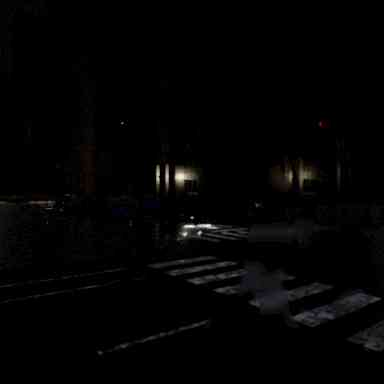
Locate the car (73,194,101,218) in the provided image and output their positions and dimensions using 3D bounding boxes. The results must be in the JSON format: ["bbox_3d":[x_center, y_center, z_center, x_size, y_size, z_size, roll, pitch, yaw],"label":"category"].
[{"bbox_3d":[-8.443,1.277,29.486,2.192,1.841,5.009,0,0,-36],"label":"car"}]

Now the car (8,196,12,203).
[{"bbox_3d":[-34.885,1.395,66.414,1.967,1.590,4.097,0,0,-36],"label":"car"}]

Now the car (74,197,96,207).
[{"bbox_3d":[-16.187,1.494,50.286,1.812,1.442,4.674,0,0,-35],"label":"car"}]

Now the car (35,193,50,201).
[{"bbox_3d":[-37.871,1.291,85.228,2.192,1.841,5.009,0,0,-36],"label":"car"}]

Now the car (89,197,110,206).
[{"bbox_3d":[-14.735,1.557,52.914,1.802,1.307,4.206,0,0,-36],"label":"car"}]

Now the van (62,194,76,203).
[{"bbox_3d":[-24.650,1.316,66.764,1.690,1.788,3.998,0,0,-36],"label":"van"}]

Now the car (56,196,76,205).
[{"bbox_3d":[-22.195,1.516,58.589,2.033,1.411,5.357,0,0,-36],"label":"car"}]

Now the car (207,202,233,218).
[{"bbox_3d":[1.792,1.537,29.834,2.008,1.369,4.403,0,0,-36],"label":"car"}]

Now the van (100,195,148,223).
[{"bbox_3d":[-5.138,1.307,24.870,1.690,1.788,3.998,0,0,-36],"label":"van"}]

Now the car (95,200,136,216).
[{"bbox_3d":[-7.721,1.514,33.040,2.033,1.411,5.357,0,0,-37],"label":"car"}]

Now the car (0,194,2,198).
[{"bbox_3d":[-44.702,1.481,80.124,1.752,1.417,4.829,0,0,-36],"label":"car"}]

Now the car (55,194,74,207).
[{"bbox_3d":[-18.281,1.438,47.887,1.882,1.535,5.008,0,0,-35],"label":"car"}]

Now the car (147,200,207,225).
[{"bbox_3d":[-1.151,1.539,23.876,1.994,1.385,4.181,0,0,-35],"label":"car"}]

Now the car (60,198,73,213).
[{"bbox_3d":[-11.749,1.541,34.102,1.802,1.307,4.206,0,0,-36],"label":"car"}]

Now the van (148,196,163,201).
[{"bbox_3d":[-4.818,1.320,39.067,1.690,1.788,3.998,0,0,-36],"label":"van"}]

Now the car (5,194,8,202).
[{"bbox_3d":[-38.092,1.481,70.892,1.752,1.417,4.829,0,0,-36],"label":"car"}]

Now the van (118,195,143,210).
[{"bbox_3d":[-8.123,1.317,43.683,1.690,1.788,3.998,0,0,-36],"label":"van"}]

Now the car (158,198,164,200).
[{"bbox_3d":[-1.513,1.564,34.450,1.802,1.307,4.206,0,0,-36],"label":"car"}]

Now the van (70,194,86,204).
[{"bbox_3d":[-21.345,1.316,62.147,1.690,1.788,3.998,0,0,-36],"label":"van"}]

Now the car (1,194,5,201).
[{"bbox_3d":[-41.496,1.522,75.647,1.947,1.339,4.313,0,0,-36],"label":"car"}]

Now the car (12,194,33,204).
[{"bbox_3d":[-31.580,1.506,61.798,2.008,1.369,4.403,0,0,-36],"label":"car"}]

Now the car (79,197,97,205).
[{"bbox_3d":[-18.040,1.557,57.531,1.802,1.307,4.206,0,0,-36],"label":"car"}]
